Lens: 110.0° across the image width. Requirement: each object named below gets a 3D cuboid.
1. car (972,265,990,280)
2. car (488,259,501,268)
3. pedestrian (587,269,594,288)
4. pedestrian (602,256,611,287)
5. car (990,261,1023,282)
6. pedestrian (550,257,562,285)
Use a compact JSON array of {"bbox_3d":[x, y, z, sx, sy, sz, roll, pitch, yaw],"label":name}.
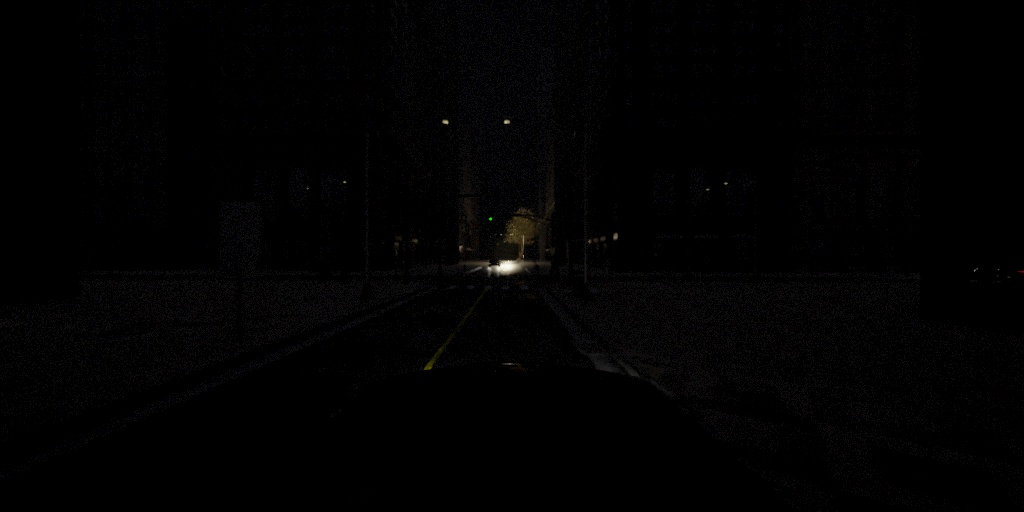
[{"bbox_3d":[42.487,1.204,30.564,4.553,1.767,2.097,0,0,1],"label":"car"},{"bbox_3d":[-3.034,1.212,62.368,1.837,1.490,4.892,0,0,1],"label":"car"},{"bbox_3d":[4.483,0.877,20.723,0.375,1.860,0.375,0,0,0],"label":"pedestrian"},{"bbox_3d":[5.633,0.881,21.323,0.375,1.860,0.375,0,0,0],"label":"pedestrian"},{"bbox_3d":[40.559,1.351,27.490,4.892,1.490,1.837,0,0,1],"label":"car"},{"bbox_3d":[2.661,0.872,21.923,0.375,1.860,0.375,0,0,0],"label":"pedestrian"}]
